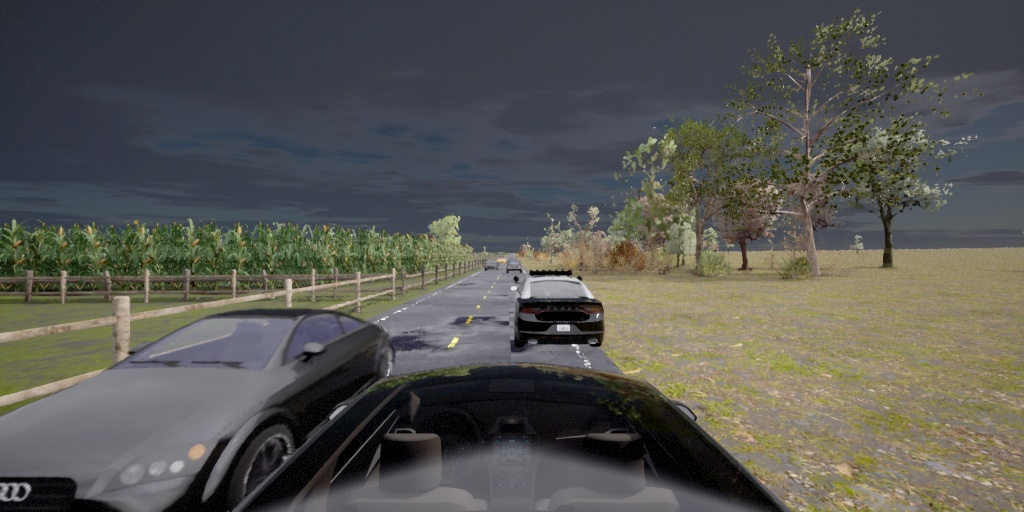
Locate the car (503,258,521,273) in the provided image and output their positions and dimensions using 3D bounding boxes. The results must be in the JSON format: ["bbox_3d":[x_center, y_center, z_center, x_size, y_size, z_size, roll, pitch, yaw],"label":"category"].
[{"bbox_3d":[0.277,1.279,43.033,2.033,1.411,5.357,0,0,0],"label":"car"}]

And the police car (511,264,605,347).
[{"bbox_3d":[0.998,1.176,9.455,1.930,1.638,5.238,0,0,0],"label":"police car"}]

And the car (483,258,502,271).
[{"bbox_3d":[-2.648,1.231,47.280,1.837,1.490,4.892,0,0,0],"label":"car"}]

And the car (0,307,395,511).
[{"bbox_3d":[-2.839,1.314,3.986,1.994,1.385,4.181,0,0,0],"label":"car"}]
